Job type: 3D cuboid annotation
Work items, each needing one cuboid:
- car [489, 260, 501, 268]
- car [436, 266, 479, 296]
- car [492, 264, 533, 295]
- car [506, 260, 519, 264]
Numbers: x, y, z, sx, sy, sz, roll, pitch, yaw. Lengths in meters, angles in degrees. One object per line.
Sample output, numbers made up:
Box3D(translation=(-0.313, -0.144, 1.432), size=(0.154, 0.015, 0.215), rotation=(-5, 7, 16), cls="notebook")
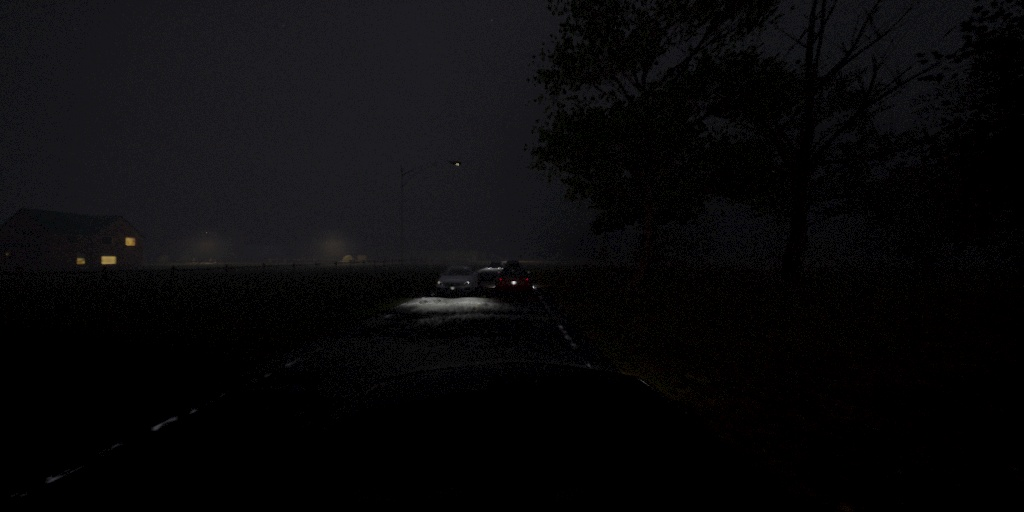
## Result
Box3D(translation=(-2.791, 1.332, 60.872), size=(1.895, 1.301, 4.718), rotation=(0, 0, 1), cls="car")
Box3D(translation=(-2.853, 1.275, 19.535), size=(1.812, 1.442, 4.674), rotation=(0, 0, 0), cls="car")
Box3D(translation=(0.095, 1.313, 19.998), size=(1.994, 1.385, 4.181), rotation=(0, 0, 0), cls="car")
Box3D(translation=(0.090, 1.249, 40.868), size=(1.837, 1.490, 4.892), rotation=(0, 0, 0), cls="car")
